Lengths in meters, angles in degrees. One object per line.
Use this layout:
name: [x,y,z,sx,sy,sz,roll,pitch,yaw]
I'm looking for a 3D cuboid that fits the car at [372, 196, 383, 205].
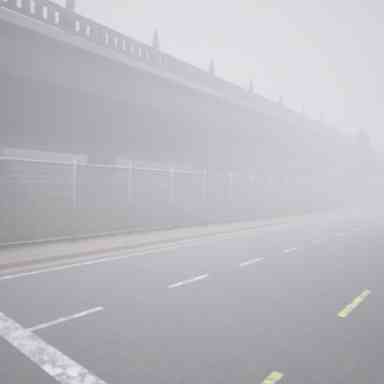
car: [31.841,1.508,59.236,2.128,1.511,4.902,1,0,-24]
